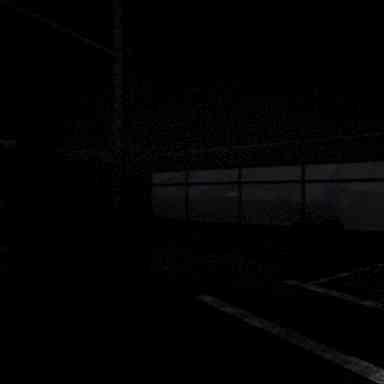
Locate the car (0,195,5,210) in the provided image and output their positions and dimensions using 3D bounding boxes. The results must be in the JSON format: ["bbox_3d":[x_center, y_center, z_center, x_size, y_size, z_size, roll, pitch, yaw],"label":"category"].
[{"bbox_3d":[-20.801,1.219,31.497,2.150,2.045,5.566,0,0,31],"label":"car"}]
